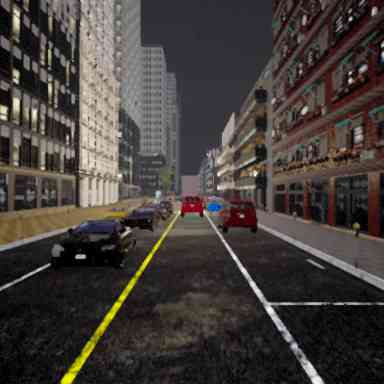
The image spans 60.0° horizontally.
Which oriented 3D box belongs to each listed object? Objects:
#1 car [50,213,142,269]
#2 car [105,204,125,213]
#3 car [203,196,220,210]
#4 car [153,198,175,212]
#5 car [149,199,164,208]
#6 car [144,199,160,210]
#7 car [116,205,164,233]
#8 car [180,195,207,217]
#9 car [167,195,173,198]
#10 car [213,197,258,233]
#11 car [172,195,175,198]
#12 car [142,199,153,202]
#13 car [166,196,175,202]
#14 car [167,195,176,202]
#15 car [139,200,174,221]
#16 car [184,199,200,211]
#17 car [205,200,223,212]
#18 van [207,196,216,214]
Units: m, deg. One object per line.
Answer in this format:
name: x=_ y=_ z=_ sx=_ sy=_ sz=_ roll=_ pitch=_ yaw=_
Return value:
car: x=-3.092 y=1.613 z=11.196 sx=1.994 sy=1.385 sz=4.181 roll=0 pitch=0 yaw=0
car: x=-5.682 y=1.639 z=25.730 sx=1.752 sy=1.417 sz=4.829 roll=0 pitch=0 yaw=0
car: x=2.707 y=1.536 z=48.102 sx=2.192 sy=1.841 sz=5.009 roll=0 pitch=0 yaw=0
car: x=-2.985 y=1.707 z=36.948 sx=1.812 sy=1.442 sz=4.674 roll=0 pitch=0 yaw=0
car: x=-5.671 y=1.796 z=53.655 sx=2.008 sy=1.369 sz=4.403 roll=0 pitch=0 yaw=0
car: x=-5.673 y=1.743 z=47.933 sx=1.752 sy=1.417 sz=4.829 roll=0 pitch=0 yaw=0
car: x=-3.077 y=1.692 z=20.608 sx=1.895 sy=1.301 sz=4.718 roll=0 pitch=0 yaw=0
car: x=0.015 y=1.369 z=32.811 sx=2.150 sy=2.045 sz=5.566 roll=0 pitch=0 yaw=0
car: x=-5.664 y=1.879 z=70.306 sx=2.008 sy=1.369 sz=4.403 roll=0 pitch=0 yaw=0
car: x=2.696 y=1.407 z=20.348 sx=2.192 sy=1.841 sz=5.009 roll=0 pitch=0 yaw=0
car: x=-5.659 y=1.966 z=81.408 sx=1.802 sy=1.307 sz=4.206 roll=0 pitch=0 yaw=0
car: x=-5.675 y=1.632 z=42.553 sx=1.967 sy=1.590 sz=4.097 roll=0 pitch=0 yaw=0
car: x=-5.658 y=1.853 z=86.960 sx=1.967 sy=1.590 sz=4.097 roll=0 pitch=0 yaw=0
car: x=-5.655 y=1.757 z=92.512 sx=2.192 sy=1.841 sz=5.009 roll=0 pitch=0 yaw=0
car: x=-2.989 y=1.728 z=28.748 sx=2.033 sy=1.411 sz=5.357 roll=0 pitch=0 yaw=0
car: x=0.048 y=1.702 z=46.009 sx=2.128 sy=1.511 sz=4.902 roll=0 pitch=0 yaw=1
car: x=2.705 y=1.745 z=42.550 sx=2.008 sy=1.369 sz=4.403 roll=0 pitch=0 yaw=0
van: x=2.702 y=1.509 z=37.000 sx=1.690 sy=1.788 sz=3.998 roll=0 pitch=0 yaw=0
